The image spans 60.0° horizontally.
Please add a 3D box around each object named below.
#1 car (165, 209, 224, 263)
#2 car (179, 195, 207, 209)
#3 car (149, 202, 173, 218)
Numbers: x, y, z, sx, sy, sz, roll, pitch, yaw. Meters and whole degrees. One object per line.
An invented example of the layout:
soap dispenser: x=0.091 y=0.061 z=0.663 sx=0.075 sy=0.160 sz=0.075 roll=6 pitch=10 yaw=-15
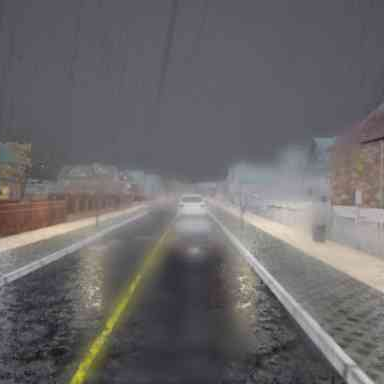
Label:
car: x=0.088 y=1.556 z=11.921 sx=1.812 sy=1.442 sz=4.674 roll=0 pitch=0 yaw=0
car: x=0.093 y=1.294 z=27.463 sx=2.150 sy=2.045 sz=5.566 roll=0 pitch=0 yaw=0
car: x=-2.840 y=1.646 z=31.253 sx=1.994 sy=1.385 sz=4.181 roll=0 pitch=0 yaw=0
